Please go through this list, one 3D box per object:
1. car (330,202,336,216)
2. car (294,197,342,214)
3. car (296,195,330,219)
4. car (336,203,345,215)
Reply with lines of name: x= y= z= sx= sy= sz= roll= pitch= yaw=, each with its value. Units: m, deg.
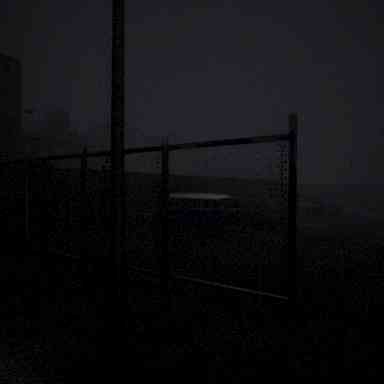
car: x=10.755 y=1.378 z=28.509 sx=2.207 sy=1.379 sz=1.481 roll=1 pitch=0 yaw=35
car: x=12.727 y=1.330 z=33.611 sx=4.193 sy=1.474 sz=1.816 roll=1 pitch=0 yaw=35
car: x=8.800 y=1.162 z=27.247 sx=3.866 sy=1.878 sz=1.905 roll=1 pitch=0 yaw=35
car: x=11.491 y=1.269 z=30.599 sx=4.611 sy=1.667 sz=2.242 roll=1 pitch=0 yaw=35
